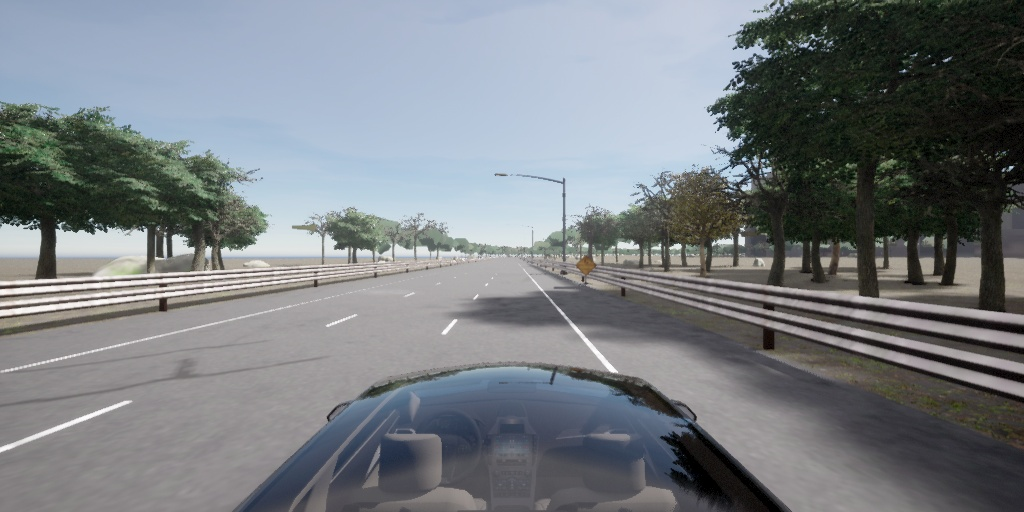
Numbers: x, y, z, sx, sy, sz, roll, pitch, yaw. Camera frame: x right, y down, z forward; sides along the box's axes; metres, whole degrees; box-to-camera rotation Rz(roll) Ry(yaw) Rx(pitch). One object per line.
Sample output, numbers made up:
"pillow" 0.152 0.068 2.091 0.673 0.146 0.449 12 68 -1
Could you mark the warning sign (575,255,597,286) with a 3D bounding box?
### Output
"warning sign" 4.550 0.863 22.056 1.300 1.860 1.060 0 0 0
